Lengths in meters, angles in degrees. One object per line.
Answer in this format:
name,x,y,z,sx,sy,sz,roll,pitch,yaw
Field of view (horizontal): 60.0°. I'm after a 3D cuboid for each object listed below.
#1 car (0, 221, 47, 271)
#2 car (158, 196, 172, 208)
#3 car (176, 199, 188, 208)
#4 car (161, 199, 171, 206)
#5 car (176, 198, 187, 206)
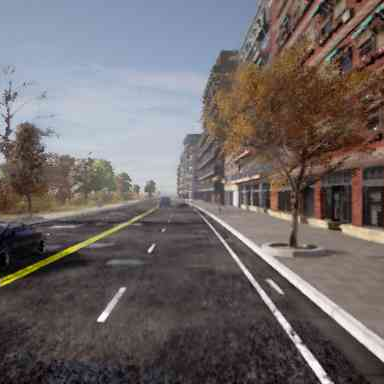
car,-6.563,1.673,11.106,1.994,1.385,4.181,0,-1,0
car,-4.888,1.825,60.185,2.150,2.045,5.566,0,-1,-3
car,-1.669,2.207,60.848,1.895,1.301,4.718,0,-1,-3
car,-5.504,2.202,70.585,1.895,1.301,4.718,0,-1,-4
car,-2.261,2.128,70.793,2.128,1.511,4.902,0,-1,-4
